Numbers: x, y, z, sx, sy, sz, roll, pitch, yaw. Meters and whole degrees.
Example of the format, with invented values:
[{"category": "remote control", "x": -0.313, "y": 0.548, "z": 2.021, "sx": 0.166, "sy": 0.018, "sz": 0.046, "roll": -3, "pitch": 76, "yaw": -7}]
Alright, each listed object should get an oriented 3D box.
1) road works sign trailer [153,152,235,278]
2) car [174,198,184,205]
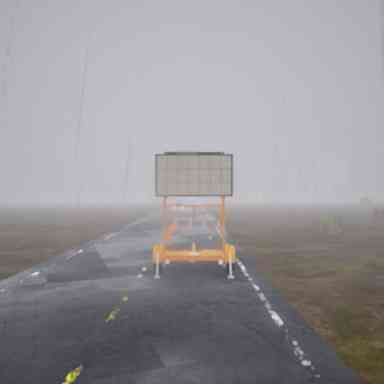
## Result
[{"category": "road works sign trailer", "x": 0.065, "y": 0.548, "z": 10.407, "sx": 2.380, "sy": 3.560, "sz": 2.880, "roll": 0, "pitch": 0, "yaw": 0}, {"category": "car", "x": -2.572, "y": 2.023, "z": 65.064, "sx": 1.837, "sy": 1.490, "sz": 4.892, "roll": 0, "pitch": 0, "yaw": 0}]
